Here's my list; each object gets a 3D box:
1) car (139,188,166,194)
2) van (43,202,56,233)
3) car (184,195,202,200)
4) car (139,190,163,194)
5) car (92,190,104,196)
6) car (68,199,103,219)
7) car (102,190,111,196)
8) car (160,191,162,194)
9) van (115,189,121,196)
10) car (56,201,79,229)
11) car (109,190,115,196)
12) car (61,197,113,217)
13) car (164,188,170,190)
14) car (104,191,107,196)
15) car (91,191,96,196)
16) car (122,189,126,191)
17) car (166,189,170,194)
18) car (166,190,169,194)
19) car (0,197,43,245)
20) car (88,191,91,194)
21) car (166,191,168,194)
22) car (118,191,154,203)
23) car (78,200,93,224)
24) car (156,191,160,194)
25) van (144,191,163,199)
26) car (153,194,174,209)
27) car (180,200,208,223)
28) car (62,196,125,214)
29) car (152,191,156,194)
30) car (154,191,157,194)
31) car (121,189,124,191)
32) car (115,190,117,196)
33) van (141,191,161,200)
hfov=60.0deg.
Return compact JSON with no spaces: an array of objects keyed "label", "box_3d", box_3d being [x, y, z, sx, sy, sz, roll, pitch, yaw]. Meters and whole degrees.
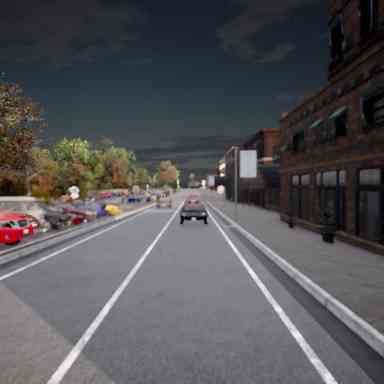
[{"label":"car","box_3d":[-9.193,0.699,72.774,5.566,2.045,2.435,0,0,0]},{"label":"van","box_3d":[-9.217,1.222,15.804,4.442,1.987,1.878,0,0,0]},{"label":"car","box_3d":[0.142,1.134,40.930,2.097,1.767,4.553,0,0,0]},{"label":"car","box_3d":[-9.247,0.969,69.950,5.008,1.535,2.097,0,0,0]},{"label":"car","box_3d":[-21.826,0.968,69.999,4.892,1.521,2.231,0,0,0]},{"label":"car","box_3d":[-9.297,1.448,24.280,4.674,1.452,2.002,0,0,0]},{"label":"car","box_3d":[-21.748,0.960,75.522,4.792,1.488,2.163,0,0,0]},{"label":"car","box_3d":[-9.257,0.988,67.125,5.008,1.535,2.097,0,0,0]},{"label":"van","box_3d":[-21.573,0.557,86.953,4.442,1.987,1.878,0,1,0]},{"label":"car","box_3d":[-9.313,1.435,18.713,4.892,1.521,2.231,0,0,0]},{"label":"car","box_3d":[-21.729,0.660,78.343,5.566,2.045,2.435,0,0,0]},{"label":"car","box_3d":[-9.311,1.424,27.063,4.792,1.488,2.163,0,0,0]},{"label":"car","box_3d":[-9.110,0.521,92.571,4.553,1.767,2.185,0,1,0]},{"label":"car","box_3d":[-21.769,0.979,72.698,4.792,1.488,2.163,0,0,0]},{"label":"car","box_3d":[-21.857,1.005,64.228,5.008,1.535,2.097,0,0,0]},{"label":"car","box_3d":[-21.619,0.523,92.479,4.553,1.767,2.185,0,1,0]},{"label":"car","box_3d":[-9.094,0.715,89.749,5.008,1.535,2.097,0,1,0]},{"label":"car","box_3d":[-9.117,0.823,86.925,4.674,1.452,2.002,0,1,0]},{"label":"car","box_3d":[-9.317,1.209,13.146,5.566,2.045,2.435,0,0,0]},{"label":"car","box_3d":[-21.850,0.898,61.527,4.553,1.767,2.185,0,0,0]},{"label":"car","box_3d":[-9.142,0.887,84.091,4.674,1.452,2.002,0,1,0]},{"label":"car","box_3d":[-9.372,1.092,55.822,4.792,1.488,2.163,0,0,0]},{"label":"car","box_3d":[-9.278,1.450,21.497,4.792,1.488,2.163,0,0,0]},{"label":"car","box_3d":[-9.467,1.004,64.300,5.366,1.575,1.946,0,0,0]},{"label":"van","box_3d":[-9.278,0.666,81.131,4.442,1.987,1.878,0,1,0]},{"label":"car","box_3d":[-3.298,1.309,40.632,1.812,1.442,4.674,0,0,0]},{"label":"car","box_3d":[0.123,1.478,24.061,1.895,1.301,4.718,0,0,0]},{"label":"car","box_3d":[-9.084,1.378,29.845,5.366,1.575,1.946,0,0,0]},{"label":"car","box_3d":[-9.325,1.084,58.648,4.674,1.452,2.002,0,0,0]},{"label":"car","box_3d":[-9.305,1.065,61.473,4.674,1.452,2.002,0,0,0]},{"label":"car","box_3d":[-21.702,0.743,89.786,4.792,1.488,2.163,0,1,0]},{"label":"car","box_3d":[-21.731,0.889,81.180,5.008,1.535,2.097,0,0,0]},{"label":"van","box_3d":[-9.317,0.706,75.600,4.442,1.987,1.878,0,0,0]}]
